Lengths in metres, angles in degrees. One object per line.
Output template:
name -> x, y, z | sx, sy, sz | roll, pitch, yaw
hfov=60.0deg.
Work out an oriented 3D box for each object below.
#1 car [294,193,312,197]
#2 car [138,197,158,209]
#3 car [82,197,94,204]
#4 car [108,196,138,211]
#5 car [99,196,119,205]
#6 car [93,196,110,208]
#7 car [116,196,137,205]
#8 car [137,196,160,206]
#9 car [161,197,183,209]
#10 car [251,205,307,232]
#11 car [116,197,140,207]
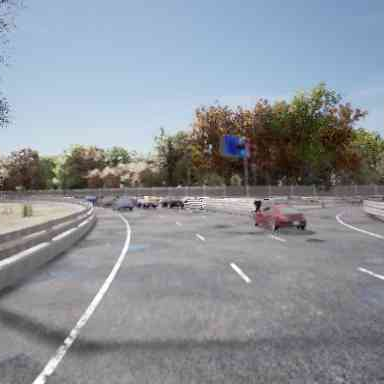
car -> 17.619, 0.965, 53.991 | 4.674, 1.442, 1.812 | 0, 0, -1
car -> -6.125, 1.608, 44.402 | 1.895, 1.301, 4.718 | 0, 0, -24
car -> -18.234, 1.562, 59.002 | 1.882, 1.535, 5.008 | 0, 0, -36
car -> -8.679, 1.575, 41.486 | 2.033, 1.411, 5.357 | 0, 0, -24
car -> -15.326, 1.572, 60.950 | 1.837, 1.490, 4.892 | 0, 0, -36
car -> -12.832, 1.598, 50.082 | 2.033, 1.411, 5.357 | 0, 0, -28
car -> -12.419, 1.551, 62.898 | 1.837, 1.490, 4.892 | 0, 0, -36
car -> -7.241, 1.484, 54.387 | 1.882, 1.535, 5.008 | 0, 0, -31
car -> -2.796, 1.459, 45.517 | 1.882, 1.535, 5.008 | 0, 0, -24
car -> 5.050, 1.472, 19.696 | 1.812, 1.442, 4.674 | 0, 0, -10
car -> -10.069, 1.521, 52.295 | 2.128, 1.511, 4.902 | 0, 0, -31
